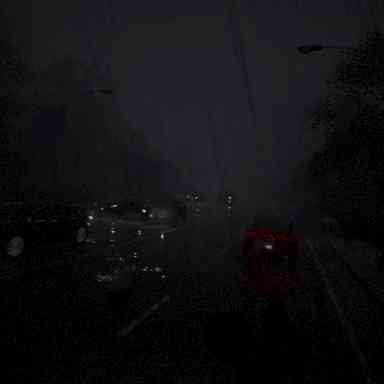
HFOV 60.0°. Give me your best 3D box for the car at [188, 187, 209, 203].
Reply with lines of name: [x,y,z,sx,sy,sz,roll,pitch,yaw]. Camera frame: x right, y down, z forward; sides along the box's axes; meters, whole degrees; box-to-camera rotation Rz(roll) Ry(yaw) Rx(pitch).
car: [0.741,0.524,42.120,1.837,1.490,4.892,6,2,17]

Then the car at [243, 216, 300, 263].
car: [3.304,1.723,13.589,1.882,1.535,5.008,6,1,16]

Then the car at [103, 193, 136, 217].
car: [-4.940,0.785,23.020,1.812,1.442,4.674,6,2,16]

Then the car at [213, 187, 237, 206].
car: [4.333,0.691,41.911,2.097,1.767,4.553,6,3,16]

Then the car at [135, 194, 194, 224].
car: [-1.663,1.097,21.804,1.837,1.490,4.892,6,3,16]

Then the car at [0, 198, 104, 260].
car: [-4.998,0.985,10.347,1.837,1.490,4.892,6,1,16]
